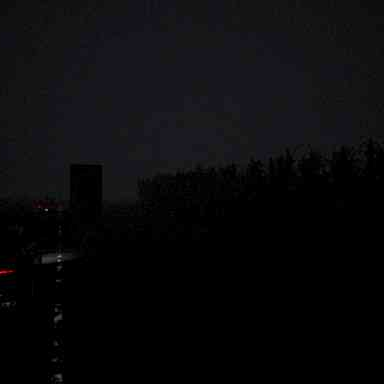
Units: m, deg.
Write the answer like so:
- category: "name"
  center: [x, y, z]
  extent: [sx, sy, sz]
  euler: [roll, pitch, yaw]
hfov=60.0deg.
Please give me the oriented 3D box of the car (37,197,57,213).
- category: "car"
  center: [-15.714, 1.551, 36.196]
  extent: [1.895, 1.301, 4.718]
  euler: [0, 0, -21]

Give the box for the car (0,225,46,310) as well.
- category: "car"
  center: [-4.447, 1.498, 7.414]
  extent: [1.837, 1.490, 4.892]
  euler: [0, 0, -21]

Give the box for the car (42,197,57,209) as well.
- category: "car"
  center: [-19.471, 1.454, 45.609]
  extent: [1.812, 1.442, 4.674]
  euler: [0, 0, -21]
